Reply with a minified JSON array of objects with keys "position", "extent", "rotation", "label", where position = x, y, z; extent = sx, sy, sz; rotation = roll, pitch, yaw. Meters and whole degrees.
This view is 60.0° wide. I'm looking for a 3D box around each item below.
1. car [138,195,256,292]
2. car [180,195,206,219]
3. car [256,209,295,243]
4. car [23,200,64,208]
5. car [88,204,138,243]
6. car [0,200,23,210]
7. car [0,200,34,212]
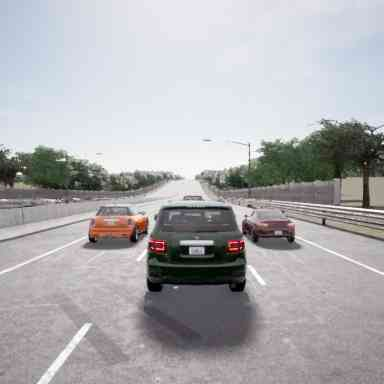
[{"position":[0.091,1.219,9.078],"extent":[2.150,2.045,5.566],"rotation":[0,0,0],"label":"car"},{"position":[0.069,1.264,30.583],"extent":[2.150,2.045,5.566],"rotation":[0,0,0],"label":"car"},{"position":[3.584,1.526,16.075],"extent":[1.812,1.442,4.674],"rotation":[0,0,0],"label":"car"},{"position":[-14.131,1.543,32.743],"extent":[2.128,1.511,4.902],"rotation":[0,0,0],"label":"car"},{"position":[-3.421,1.353,16.308],"extent":[2.097,1.767,4.553],"rotation":[0,0,1],"label":"car"},{"position":[-17.631,1.557,33.003],"extent":[1.837,1.490,4.892],"rotation":[0,0,0],"label":"car"},{"position":[-21.134,1.694,40.152],"extent":[1.895,1.301,4.718],"rotation":[0,0,0],"label":"car"}]
